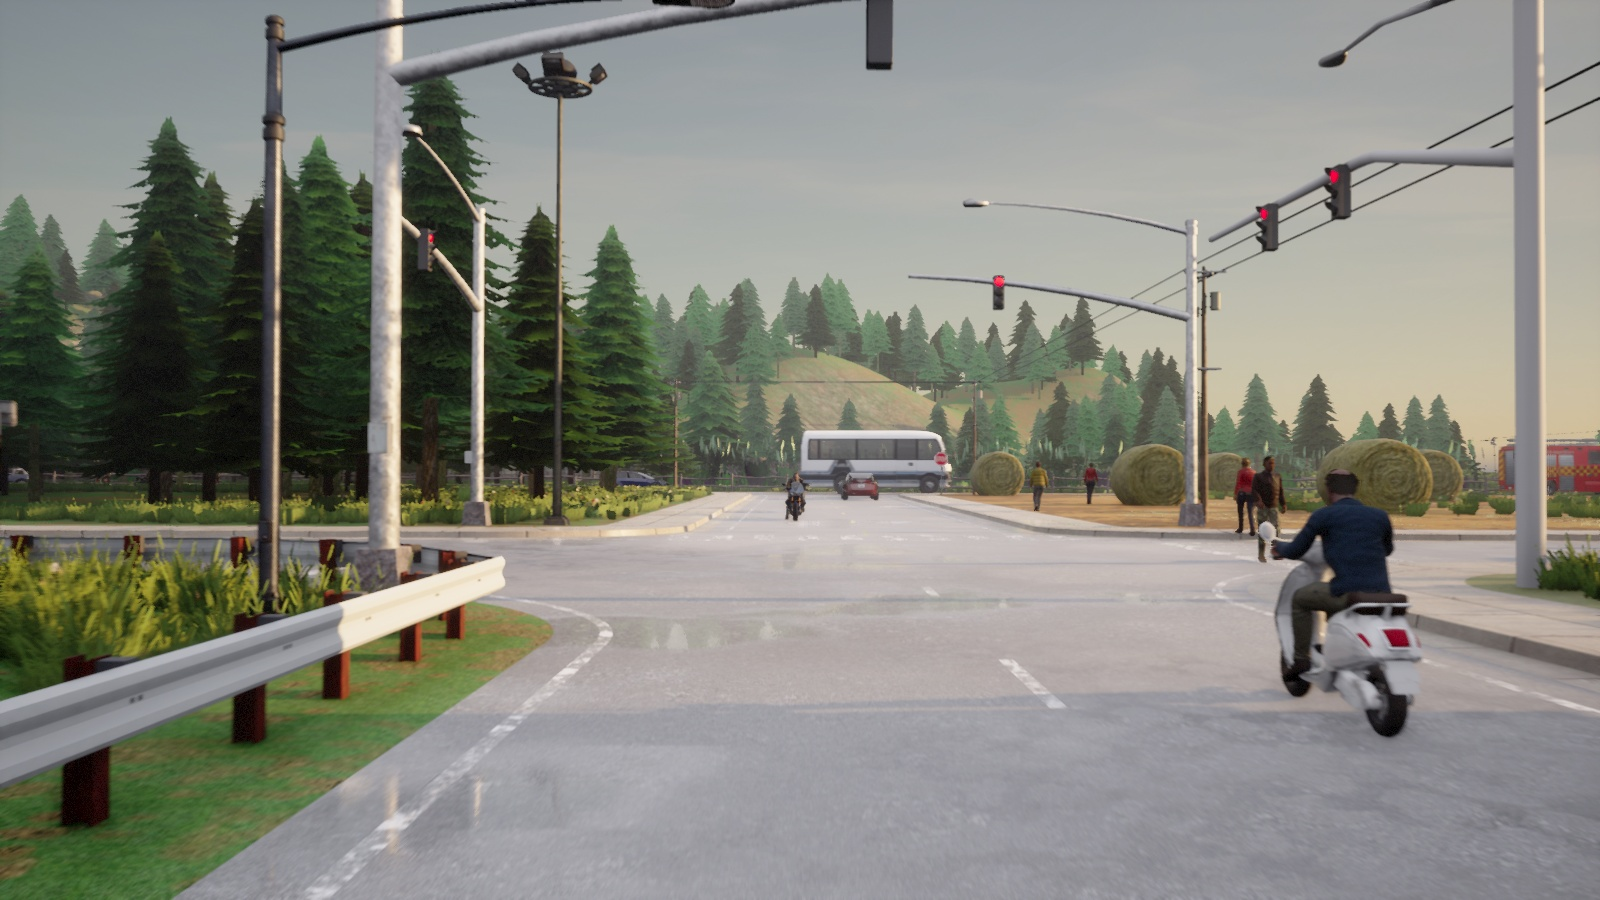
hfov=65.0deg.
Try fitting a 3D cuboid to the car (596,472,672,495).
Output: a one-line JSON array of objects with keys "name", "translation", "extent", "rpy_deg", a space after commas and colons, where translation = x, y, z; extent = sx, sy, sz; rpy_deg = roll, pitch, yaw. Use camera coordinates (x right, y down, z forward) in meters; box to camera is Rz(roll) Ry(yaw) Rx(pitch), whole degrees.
[{"name": "car", "translation": [-11.133, 2.240, 84.588], "extent": [4.792, 1.488, 2.163], "rpy_deg": [0, -1, 3]}]

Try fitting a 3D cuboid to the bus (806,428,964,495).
[{"name": "bus", "translation": [5.609, 0.794, 83.843], "extent": [10.273, 4.253, 3.944], "rpy_deg": [0, -1, 3]}]

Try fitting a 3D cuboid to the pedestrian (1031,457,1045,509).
[{"name": "pedestrian", "translation": [8.405, 1.169, 44.350], "extent": [0.370, 1.835, 0.726], "rpy_deg": [0, -1, 3]}]

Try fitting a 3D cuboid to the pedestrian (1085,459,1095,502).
[{"name": "pedestrian", "translation": [12.506, 1.307, 54.173], "extent": [0.331, 1.846, 0.636], "rpy_deg": [-1, -1, 17]}]

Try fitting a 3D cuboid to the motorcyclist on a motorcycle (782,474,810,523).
[{"name": "motorcyclist on a motorcycle", "translation": [-0.118, 1.523, 40.173], "extent": [0.866, 1.530, 2.191], "rpy_deg": [0, -1, 0]}]

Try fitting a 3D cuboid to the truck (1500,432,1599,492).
[{"name": "truck", "translation": [50.689, 0.782, 81.784], "extent": [8.468, 3.827, 2.891], "rpy_deg": [0, -1, 3]}]

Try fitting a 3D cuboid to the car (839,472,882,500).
[{"name": "car", "translation": [3.296, 1.964, 69.438], "extent": [2.163, 1.488, 4.792], "rpy_deg": [0, -1, 0]}]

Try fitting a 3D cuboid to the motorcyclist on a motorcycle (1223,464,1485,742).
[{"name": "motorcyclist on a motorcycle", "translation": [3.475, 0.890, 8.099], "extent": [0.866, 1.590, 1.817], "rpy_deg": [0, -1, 0]}]

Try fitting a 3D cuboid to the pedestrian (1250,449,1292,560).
[{"name": "pedestrian", "translation": [7.964, 0.914, 21.258], "extent": [0.431, 1.840, 0.703], "rpy_deg": [0, -1, 1]}]

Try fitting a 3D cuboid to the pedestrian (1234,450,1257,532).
[{"name": "pedestrian", "translation": [10.147, 0.933, 28.604], "extent": [0.331, 1.846, 0.636], "rpy_deg": [0, -1, 4]}]
